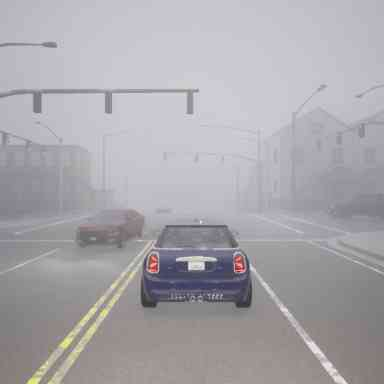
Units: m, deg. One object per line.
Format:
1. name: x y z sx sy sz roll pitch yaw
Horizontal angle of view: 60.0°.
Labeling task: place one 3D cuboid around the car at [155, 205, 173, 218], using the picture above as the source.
1. car: -3.558 2.574 42.597 1.895 1.301 4.718 0 -8 0

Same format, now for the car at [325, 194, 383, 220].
1. car: 14.070 1.224 27.669 5.566 2.045 2.150 0 0 -1

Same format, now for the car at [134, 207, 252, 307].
1. car: 0.093 1.353 8.114 2.097 1.767 4.553 0 0 0

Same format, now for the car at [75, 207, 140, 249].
1. car: -3.479 1.480 14.929 1.882 1.535 5.008 -1 0 5
